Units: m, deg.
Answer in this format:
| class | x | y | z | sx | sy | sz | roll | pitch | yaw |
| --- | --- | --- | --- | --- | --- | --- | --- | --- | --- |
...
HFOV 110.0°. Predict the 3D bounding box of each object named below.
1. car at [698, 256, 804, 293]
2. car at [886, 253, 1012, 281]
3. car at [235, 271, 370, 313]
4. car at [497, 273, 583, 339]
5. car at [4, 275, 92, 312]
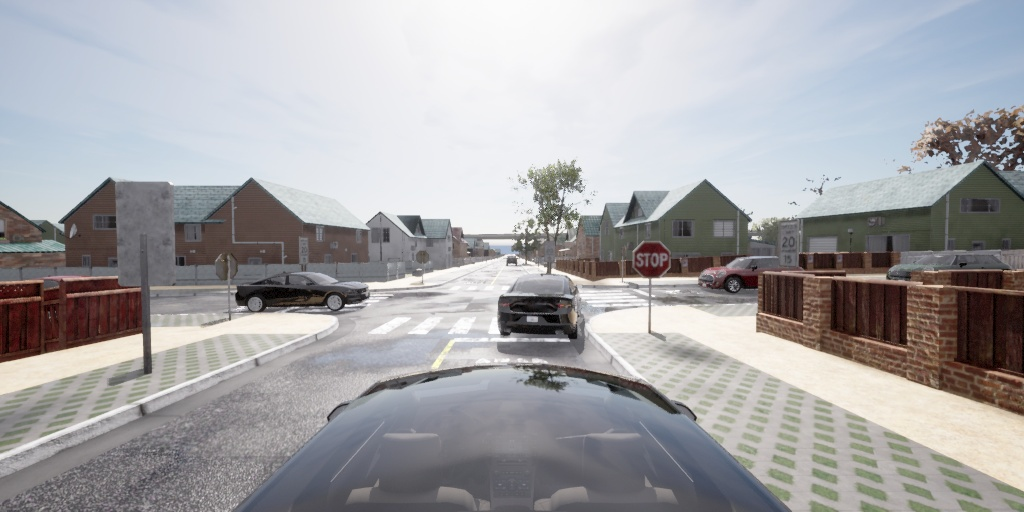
| class | x | y | z | sx | sy | sz | roll | pitch | yaw |
| --- | --- | --- | --- | --- | --- | --- | --- | --- | --- |
| car | 11.798 | 0.820 | 17.831 | 4.553 | 1.767 | 2.097 | -1 | 2 | 0 |
| car | 21.693 | 0.646 | 17.907 | 4.553 | 1.767 | 2.097 | -1 | 2 | 0 |
| car | -8.475 | 1.377 | 14.738 | 5.008 | 1.535 | 1.882 | -1 | 2 | 0 |
| car | 0.954 | 1.224 | 10.216 | 1.882 | 1.535 | 5.008 | 0 | 0 | 12 |
| car | -18.028 | 1.546 | 14.671 | 5.008 | 1.535 | 1.882 | -1 | 2 | 0 |
